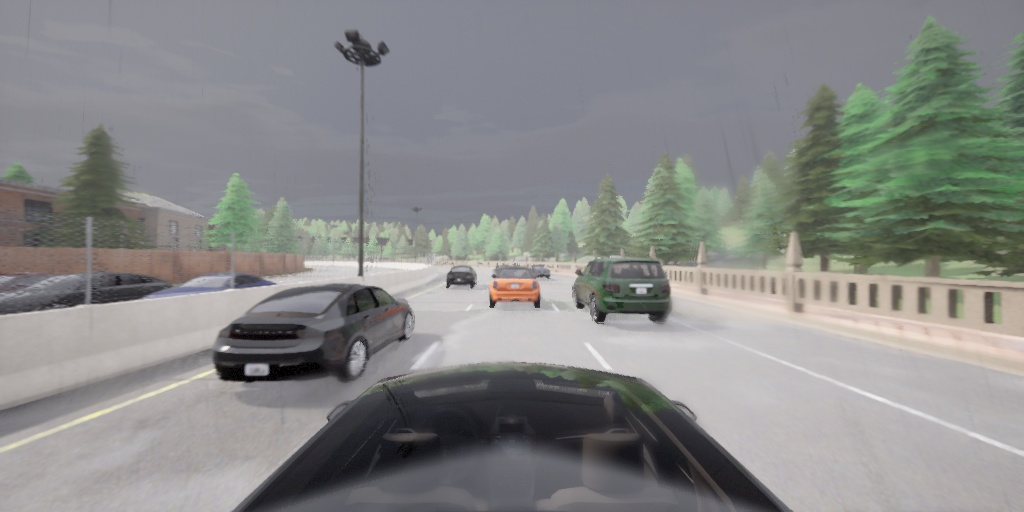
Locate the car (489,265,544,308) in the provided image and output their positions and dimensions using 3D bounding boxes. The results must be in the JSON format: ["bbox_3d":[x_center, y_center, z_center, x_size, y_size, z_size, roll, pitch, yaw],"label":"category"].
[{"bbox_3d":[0.119,1.228,16.240,2.097,1.767,4.553,0,-1,0],"label":"car"}]

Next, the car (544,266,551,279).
[{"bbox_3d":[2.535,1.606,36.318,2.033,1.411,5.357,0,-1,-7],"label":"car"}]

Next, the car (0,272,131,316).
[{"bbox_3d":[-14.098,1.304,11.962,1.837,1.490,4.892,0,0,0],"label":"car"}]

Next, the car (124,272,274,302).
[{"bbox_3d":[-10.597,1.344,13.045,1.812,1.442,4.674,0,-1,0],"label":"car"}]

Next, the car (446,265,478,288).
[{"bbox_3d":[-3.556,1.427,25.808,1.882,1.535,5.008,0,-1,-3],"label":"car"}]

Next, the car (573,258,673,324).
[{"bbox_3d":[3.615,1.080,12.697,2.150,2.045,5.566,0,0,0],"label":"car"}]

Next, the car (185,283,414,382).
[{"bbox_3d":[-3.397,1.293,7.207,1.837,1.490,4.892,0,-1,0],"label":"car"}]
